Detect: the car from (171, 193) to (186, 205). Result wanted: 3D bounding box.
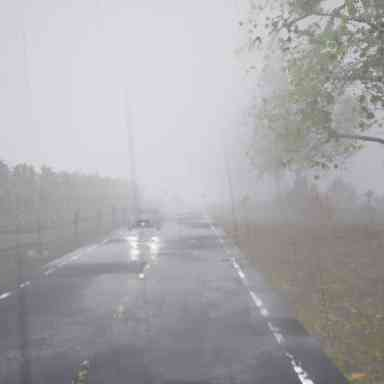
[{"bbox_3d":[-2.728,1.272,62.960,2.150,2.045,5.566,0,0,0],"label":"car"}]

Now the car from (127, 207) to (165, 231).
[{"bbox_3d":[-2.843,1.664,21.307,1.994,1.385,4.181,0,0,0],"label":"car"}]
